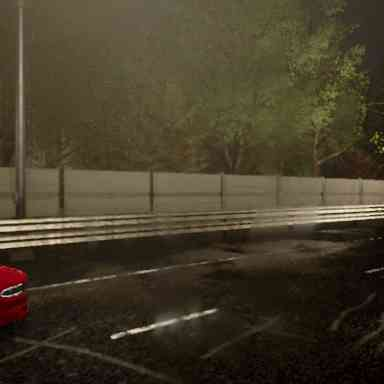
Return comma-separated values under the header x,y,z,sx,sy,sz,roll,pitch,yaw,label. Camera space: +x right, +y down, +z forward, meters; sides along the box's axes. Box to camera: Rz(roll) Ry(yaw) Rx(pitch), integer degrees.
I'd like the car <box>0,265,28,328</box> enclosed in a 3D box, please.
x,y,z,sx,sy,sz,roll,pitch,yaw,label
-4.965,1.473,4.450,5.008,1.535,1.882,0,0,-36,car
